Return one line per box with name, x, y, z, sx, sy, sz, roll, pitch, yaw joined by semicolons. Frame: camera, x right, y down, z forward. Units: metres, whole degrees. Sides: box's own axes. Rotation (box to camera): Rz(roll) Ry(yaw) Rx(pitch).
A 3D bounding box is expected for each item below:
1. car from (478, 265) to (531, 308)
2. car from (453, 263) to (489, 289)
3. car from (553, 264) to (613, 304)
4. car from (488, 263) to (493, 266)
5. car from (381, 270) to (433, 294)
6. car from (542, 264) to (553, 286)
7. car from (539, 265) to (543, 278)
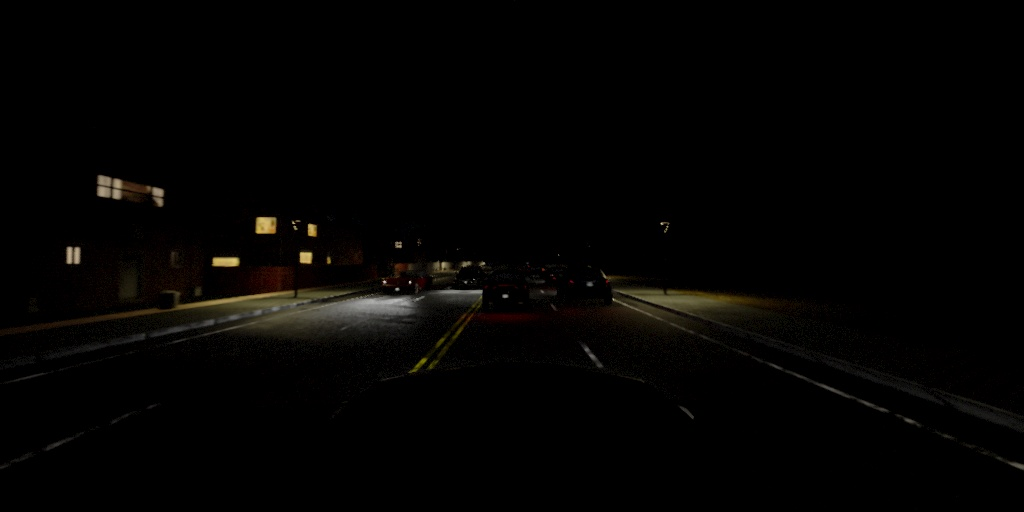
car;-0.204;1.375;16.051;1.882;1.535;5.008;0;0;1
car;-2.987;1.507;26.012;1.837;1.490;4.892;0;-1;2
car;3.397;1.267;17.626;2.097;1.767;4.553;0;-1;1
car;-4.265;1.998;65.082;1.812;1.442;4.674;0;-1;4
car;-6.344;1.562;22.154;1.895;1.301;4.718;0;-1;1
car;3.665;1.555;28.594;1.812;1.442;4.674;0;-1;2
car;4.064;1.651;39.561;2.163;1.488;4.792;0;-1;2
